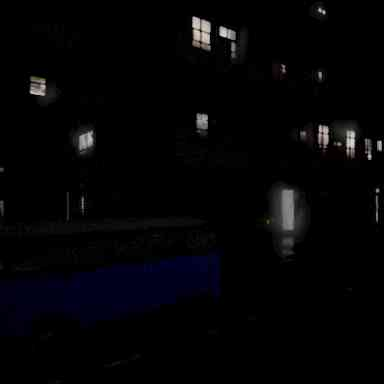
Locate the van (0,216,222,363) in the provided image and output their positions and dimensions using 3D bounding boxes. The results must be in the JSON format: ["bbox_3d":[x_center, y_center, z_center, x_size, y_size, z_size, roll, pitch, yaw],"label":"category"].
[{"bbox_3d":[-1.370,1.341,5.592,3.998,1.788,1.690,0,0,-35],"label":"van"}]
